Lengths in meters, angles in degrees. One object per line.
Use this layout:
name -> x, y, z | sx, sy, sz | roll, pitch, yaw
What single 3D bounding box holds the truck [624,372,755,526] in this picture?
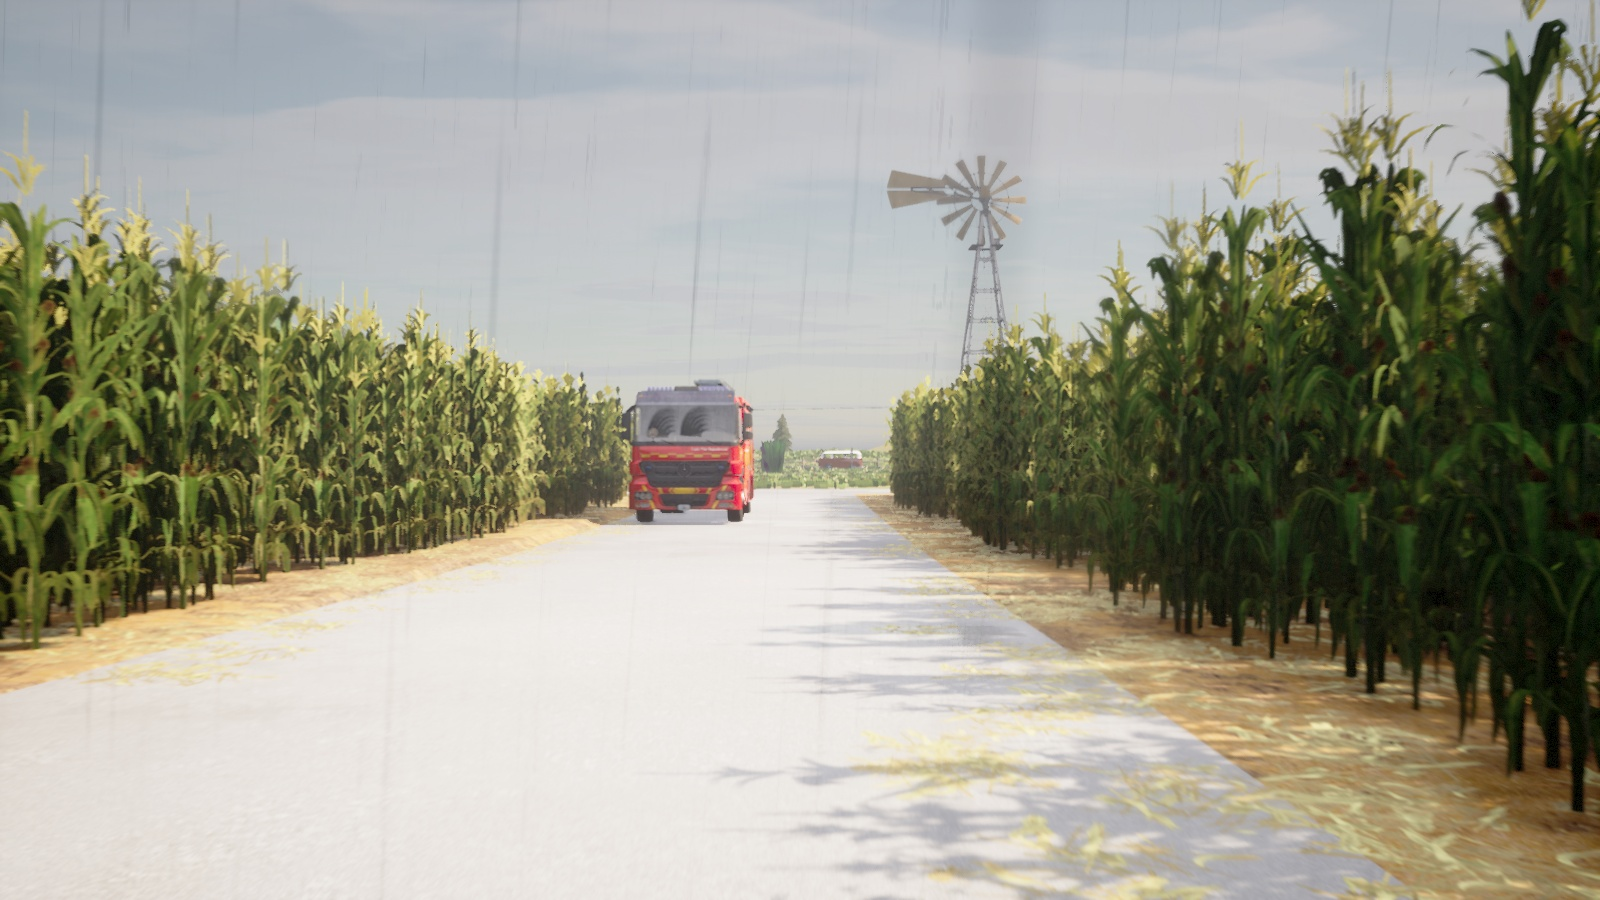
truck -> -2.884, -0.011, 35.307 | 2.891, 3.827, 8.468 | 0, 0, 0
